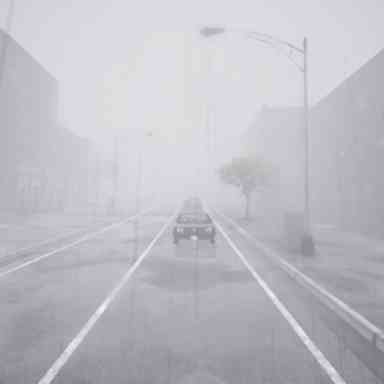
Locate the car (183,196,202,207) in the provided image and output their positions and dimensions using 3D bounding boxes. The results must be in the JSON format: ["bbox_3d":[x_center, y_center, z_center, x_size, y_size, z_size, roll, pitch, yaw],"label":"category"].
[{"bbox_3d":[0.092,1.275,37.566,2.097,1.767,4.553,0,1,0],"label":"car"}]

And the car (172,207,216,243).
[{"bbox_3d":[0.098,1.641,16.262,1.895,1.301,4.718,0,0,0],"label":"car"}]
